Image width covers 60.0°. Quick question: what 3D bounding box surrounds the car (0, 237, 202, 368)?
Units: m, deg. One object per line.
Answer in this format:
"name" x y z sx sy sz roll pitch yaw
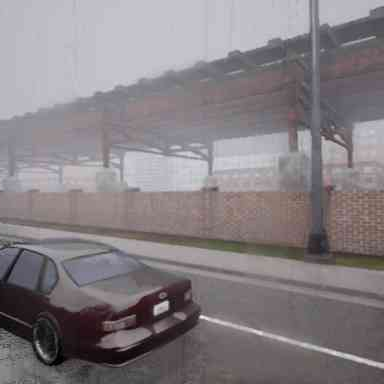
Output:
"car" -2.439 1.518 5.732 5.357 1.411 2.033 0 0 35
